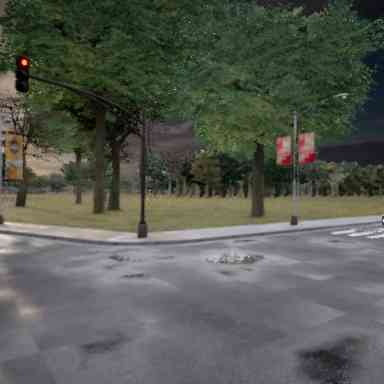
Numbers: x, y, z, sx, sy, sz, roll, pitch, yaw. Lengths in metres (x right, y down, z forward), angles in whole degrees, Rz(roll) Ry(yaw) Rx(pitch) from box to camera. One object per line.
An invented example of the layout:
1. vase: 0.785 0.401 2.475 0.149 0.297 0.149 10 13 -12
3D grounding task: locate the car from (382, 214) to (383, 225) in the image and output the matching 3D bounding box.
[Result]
1. car: 14.626 1.434 22.114 4.553 1.767 2.097 0 0 -35
